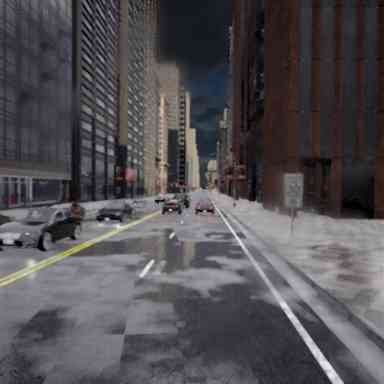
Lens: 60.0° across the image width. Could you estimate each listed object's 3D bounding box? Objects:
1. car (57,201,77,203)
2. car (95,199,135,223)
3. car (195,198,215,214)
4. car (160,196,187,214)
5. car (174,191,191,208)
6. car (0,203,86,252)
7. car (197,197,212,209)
[{"bbox_3d":[-8.973,1.408,23.525,1.812,1.442,4.674,1,0,2],"label":"car"},{"bbox_3d":[-5.653,1.457,25.261,2.033,1.411,5.357,1,0,2],"label":"car"},{"bbox_3d":[1.351,1.564,34.235,1.895,1.301,4.718,1,0,3],"label":"car"},{"bbox_3d":[-1.914,1.439,33.977,1.837,1.490,4.892,1,0,3],"label":"car"},{"bbox_3d":[-1.431,1.142,46.630,2.150,2.045,5.566,1,0,3],"label":"car"},{"bbox_3d":[-6.114,1.415,13.715,2.128,1.511,4.902,1,0,2],"label":"car"},{"bbox_3d":[1.781,1.497,45.884,2.033,1.411,5.357,1,0,3],"label":"car"}]
